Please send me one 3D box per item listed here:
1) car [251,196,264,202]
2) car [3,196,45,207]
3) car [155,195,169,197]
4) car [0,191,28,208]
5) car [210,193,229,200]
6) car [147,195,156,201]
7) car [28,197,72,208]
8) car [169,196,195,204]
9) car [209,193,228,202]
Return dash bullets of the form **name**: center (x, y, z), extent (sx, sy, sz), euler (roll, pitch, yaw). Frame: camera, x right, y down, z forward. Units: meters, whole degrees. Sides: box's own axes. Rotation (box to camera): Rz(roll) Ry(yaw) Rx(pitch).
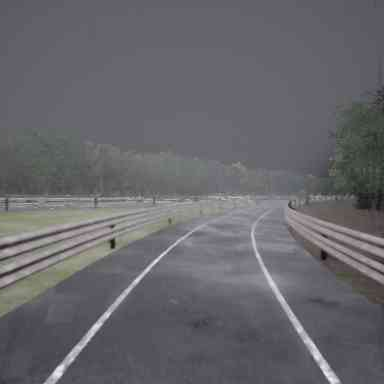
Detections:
- **car**: center (16.070, 1.836, 86.634), extent (2.033, 1.411, 5.357), euler (0, 0, 36)
- **car**: center (-22.937, 1.245, 45.607), extent (1.895, 1.301, 4.718), euler (2, 1, 36)
- **car**: center (-4.130, 1.518, 65.183), extent (2.033, 1.411, 5.357), euler (0, 0, 36)
- **car**: center (-23.095, 0.850, 39.518), extent (2.150, 2.045, 5.566), euler (0, 0, 36)
- **car**: center (7.344, 1.394, 80.710), extent (2.150, 2.045, 5.566), euler (0, 0, 36)
- **car**: center (-6.944, 1.448, 67.266), extent (2.128, 1.511, 4.902), euler (0, 0, 36)
- **car**: center (-17.316, 1.315, 41.450), extent (1.895, 1.301, 4.718), euler (0, 0, 36)
- **car**: center (-1.293, 1.541, 63.140), extent (2.033, 1.411, 5.357), euler (0, 0, 36)
- **car**: center (6.893, 1.412, 85.990), extent (2.150, 2.045, 5.566), euler (0, 0, 36)
